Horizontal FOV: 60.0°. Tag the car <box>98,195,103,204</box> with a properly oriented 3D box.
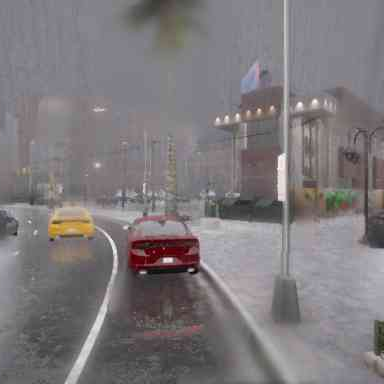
[{"bbox_3d":[-14.576,1.237,56.454,4.553,1.767,2.185,0,0,42],"label":"car"}]

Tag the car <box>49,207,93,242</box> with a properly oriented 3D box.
[{"bbox_3d":[-6.046,1.479,16.642,1.882,1.535,5.008,0,0,-21],"label":"car"}]

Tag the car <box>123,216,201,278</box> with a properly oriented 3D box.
[{"bbox_3d":[-1.082,1.475,10.345,1.882,1.535,5.008,0,0,-12],"label":"car"}]

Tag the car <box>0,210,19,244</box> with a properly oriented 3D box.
[{"bbox_3d":[-9.322,1.554,15.410,2.033,1.411,5.357,0,0,-21],"label":"car"}]
